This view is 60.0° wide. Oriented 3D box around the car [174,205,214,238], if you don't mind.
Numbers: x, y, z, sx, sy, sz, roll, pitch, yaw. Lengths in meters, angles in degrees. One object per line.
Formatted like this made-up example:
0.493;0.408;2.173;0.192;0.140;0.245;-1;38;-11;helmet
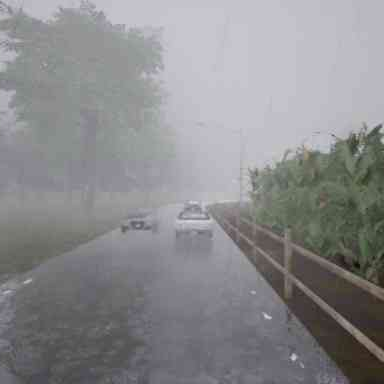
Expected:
0.097;1.614;17.782;1.895;1.301;4.718;0;0;0;car

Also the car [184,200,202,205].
0.094;1.551;35.569;1.812;1.442;4.674;0;0;0;car

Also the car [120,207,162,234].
-2.847;1.579;19.449;1.994;1.385;4.181;0;0;0;car
